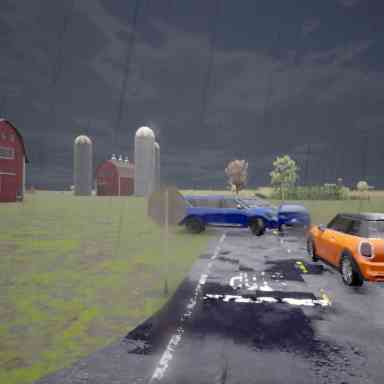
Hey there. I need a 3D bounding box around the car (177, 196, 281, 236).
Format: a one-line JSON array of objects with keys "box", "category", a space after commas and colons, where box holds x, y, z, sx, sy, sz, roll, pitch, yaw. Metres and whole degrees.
[{"box": [1.846, 1.221, 18.215, 5.566, 2.045, 2.150, 0, 0, 13], "category": "car"}]

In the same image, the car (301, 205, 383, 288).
[{"box": [4.806, 1.354, 9.360, 2.097, 1.767, 4.553, 0, 0, 4], "category": "car"}]

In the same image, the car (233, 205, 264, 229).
[{"box": [3.810, 1.600, 22.721, 1.895, 1.301, 4.718, 0, 0, 9], "category": "car"}]

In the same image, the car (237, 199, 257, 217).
[{"box": [5.439, 1.501, 33.032, 1.837, 1.490, 4.892, 0, 0, 9], "category": "car"}]

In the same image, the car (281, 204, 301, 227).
[{"box": [6.315, 1.479, 21.330, 1.882, 1.535, 5.008, 0, 0, 11], "category": "car"}]
